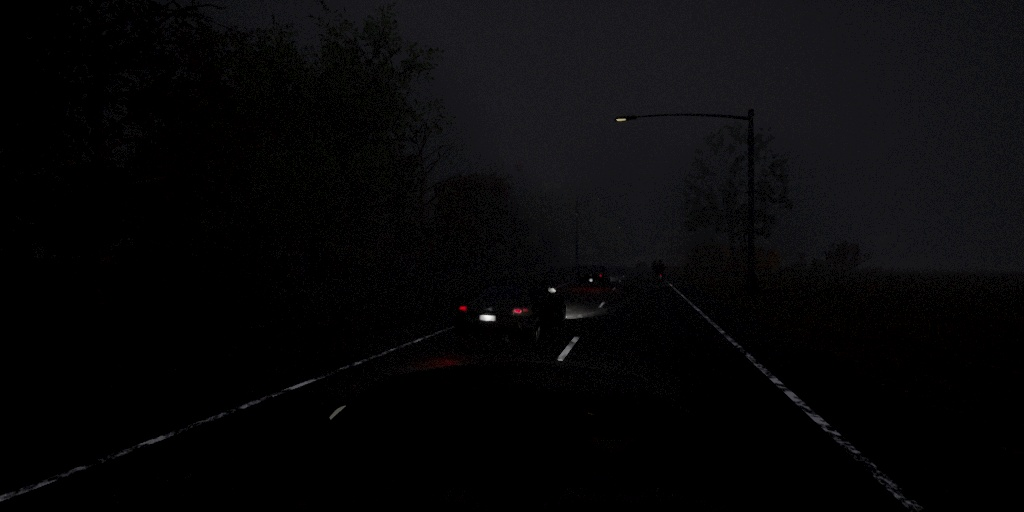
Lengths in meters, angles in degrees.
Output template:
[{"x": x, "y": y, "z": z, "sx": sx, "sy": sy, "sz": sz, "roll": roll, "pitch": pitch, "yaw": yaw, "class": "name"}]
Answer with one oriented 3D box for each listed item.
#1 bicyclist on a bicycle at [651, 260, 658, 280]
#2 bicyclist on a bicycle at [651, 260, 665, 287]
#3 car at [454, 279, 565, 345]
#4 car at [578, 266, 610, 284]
[{"x": 12.555, "y": 1.211, "z": 31.599, "sx": 0.582, "sy": 1.620, "sz": 1.656, "roll": 0, "pitch": 0, "yaw": 19, "class": "bicyclist on a bicycle"}, {"x": 9.615, "y": 1.126, "z": 23.307, "sx": 0.659, "sy": 1.776, "sz": 1.843, "roll": 0, "pitch": 0, "yaw": 19, "class": "bicyclist on a bicycle"}, {"x": 0.148, "y": 1.315, "z": 9.666, "sx": 1.994, "sy": 1.385, "sz": 4.181, "roll": 0, "pitch": 0, "yaw": 20, "class": "car"}, {"x": 6.161, "y": 1.356, "z": 26.627, "sx": 1.895, "sy": 1.301, "sz": 4.718, "roll": 0, "pitch": 0, "yaw": 20, "class": "car"}]
